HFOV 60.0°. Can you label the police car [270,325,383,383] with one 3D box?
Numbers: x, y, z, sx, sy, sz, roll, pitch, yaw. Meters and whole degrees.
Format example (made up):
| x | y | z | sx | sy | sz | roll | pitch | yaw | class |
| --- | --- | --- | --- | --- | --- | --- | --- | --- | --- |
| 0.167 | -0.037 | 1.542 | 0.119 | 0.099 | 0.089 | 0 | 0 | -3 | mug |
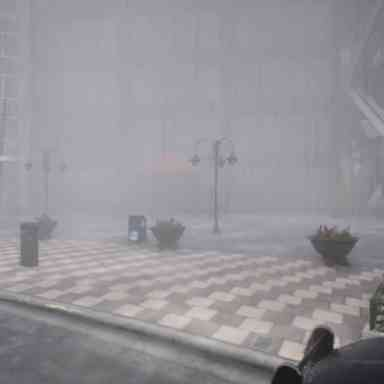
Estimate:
| x | y | z | sx | sy | sz | roll | pitch | yaw | class |
| --- | --- | --- | --- | --- | --- | --- | --- | --- | --- |
| 2.854 | 1.403 | 1.267 | 5.238 | 1.638 | 1.930 | 0 | 0 | 37 | police car |
